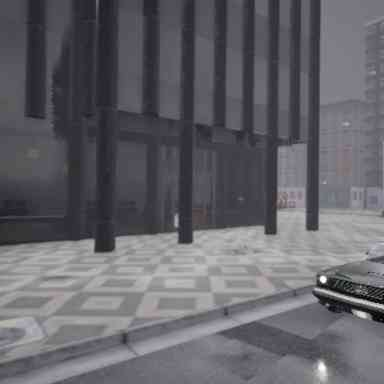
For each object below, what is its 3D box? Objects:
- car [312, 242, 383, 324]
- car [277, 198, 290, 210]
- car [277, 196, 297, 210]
[{"bbox_3d":[4.497,1.658,6.583,4.718,1.301,1.895,1,0,-35],"label":"car"},{"bbox_3d":[11.302,1.928,48.037,1.895,1.301,4.718,1,-1,-35],"label":"car"},{"bbox_3d":[13.300,1.605,50.852,2.150,2.045,5.566,1,-1,-35],"label":"car"}]
